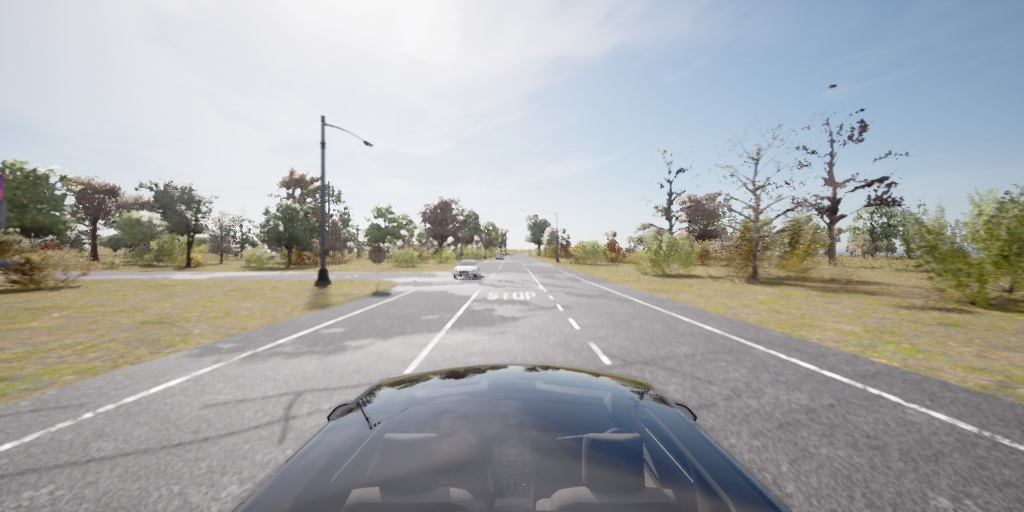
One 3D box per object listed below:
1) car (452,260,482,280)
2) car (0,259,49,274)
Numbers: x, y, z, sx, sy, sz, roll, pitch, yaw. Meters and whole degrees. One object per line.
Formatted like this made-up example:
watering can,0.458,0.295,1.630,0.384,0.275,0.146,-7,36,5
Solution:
car,-3.471,1.022,28.326,1.812,1.442,4.674,0,0,0
car,-48.580,0.965,34.880,5.357,1.411,2.033,0,0,2
